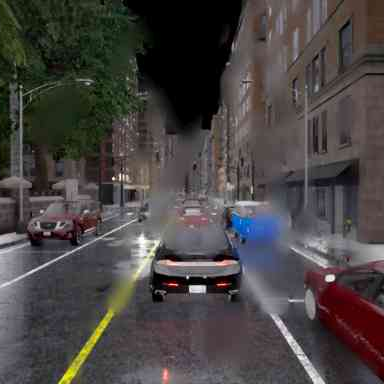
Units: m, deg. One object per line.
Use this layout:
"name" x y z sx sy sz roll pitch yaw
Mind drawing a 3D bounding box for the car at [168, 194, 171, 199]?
"car" -5.692 1.502 64.669 2.008 1.369 4.403 0 0 0

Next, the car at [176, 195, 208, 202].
"car" 0.039 1.338 27.480 2.097 1.767 4.553 0 0 2

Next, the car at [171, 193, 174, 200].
"car" -5.696 1.491 75.571 1.887 1.381 4.507 0 0 0

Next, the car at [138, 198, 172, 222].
"car" -3.009 1.502 26.029 2.128 1.511 4.902 0 0 0

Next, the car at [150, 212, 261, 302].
"car" 0.097 1.490 8.261 2.128 1.511 4.902 0 0 0

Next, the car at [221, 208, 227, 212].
"car" 2.849 1.557 21.233 1.947 1.339 4.313 0 0 0

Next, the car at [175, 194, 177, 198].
"car" -5.700 1.496 86.472 2.008 1.369 4.403 0 0 0

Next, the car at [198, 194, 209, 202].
"car" 2.829 1.387 75.610 1.967 1.590 4.097 0 0 0

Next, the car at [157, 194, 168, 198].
"car" -5.690 1.480 59.049 1.752 1.417 4.829 0 0 0

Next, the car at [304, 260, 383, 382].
"car" 2.854 1.544 4.252 1.887 1.381 4.507 0 0 0

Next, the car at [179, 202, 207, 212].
"car" 0.097 1.519 18.523 1.812 1.442 4.674 0 0 0

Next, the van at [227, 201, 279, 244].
"van" 2.850 1.336 15.573 1.690 1.788 3.998 0 0 0

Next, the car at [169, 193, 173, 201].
"car" -5.694 1.493 70.120 1.887 1.381 4.507 0 0 0

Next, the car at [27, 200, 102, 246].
"car" -5.675 1.310 15.530 2.192 1.841 5.009 0 0 0
